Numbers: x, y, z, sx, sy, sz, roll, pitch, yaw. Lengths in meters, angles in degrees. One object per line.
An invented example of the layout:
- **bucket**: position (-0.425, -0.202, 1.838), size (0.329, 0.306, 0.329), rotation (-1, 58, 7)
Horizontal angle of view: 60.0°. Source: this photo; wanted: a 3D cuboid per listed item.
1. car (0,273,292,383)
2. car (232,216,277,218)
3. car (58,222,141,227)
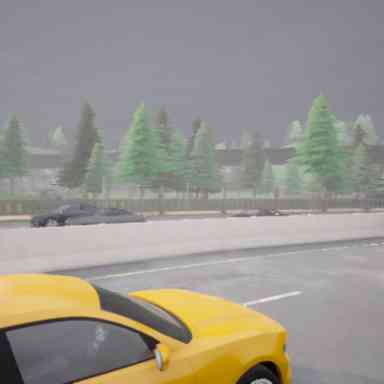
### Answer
- **car**: position (-1.291, 1.462, 2.694), size (5.008, 1.535, 1.882), rotation (0, 0, -35)
- **car**: position (3.588, 1.561, 18.084), size (4.181, 1.385, 1.994), rotation (0, 0, -27)
- **car**: position (-4.513, 1.504, 17.495), size (4.181, 1.385, 1.994), rotation (0, 0, -31)
